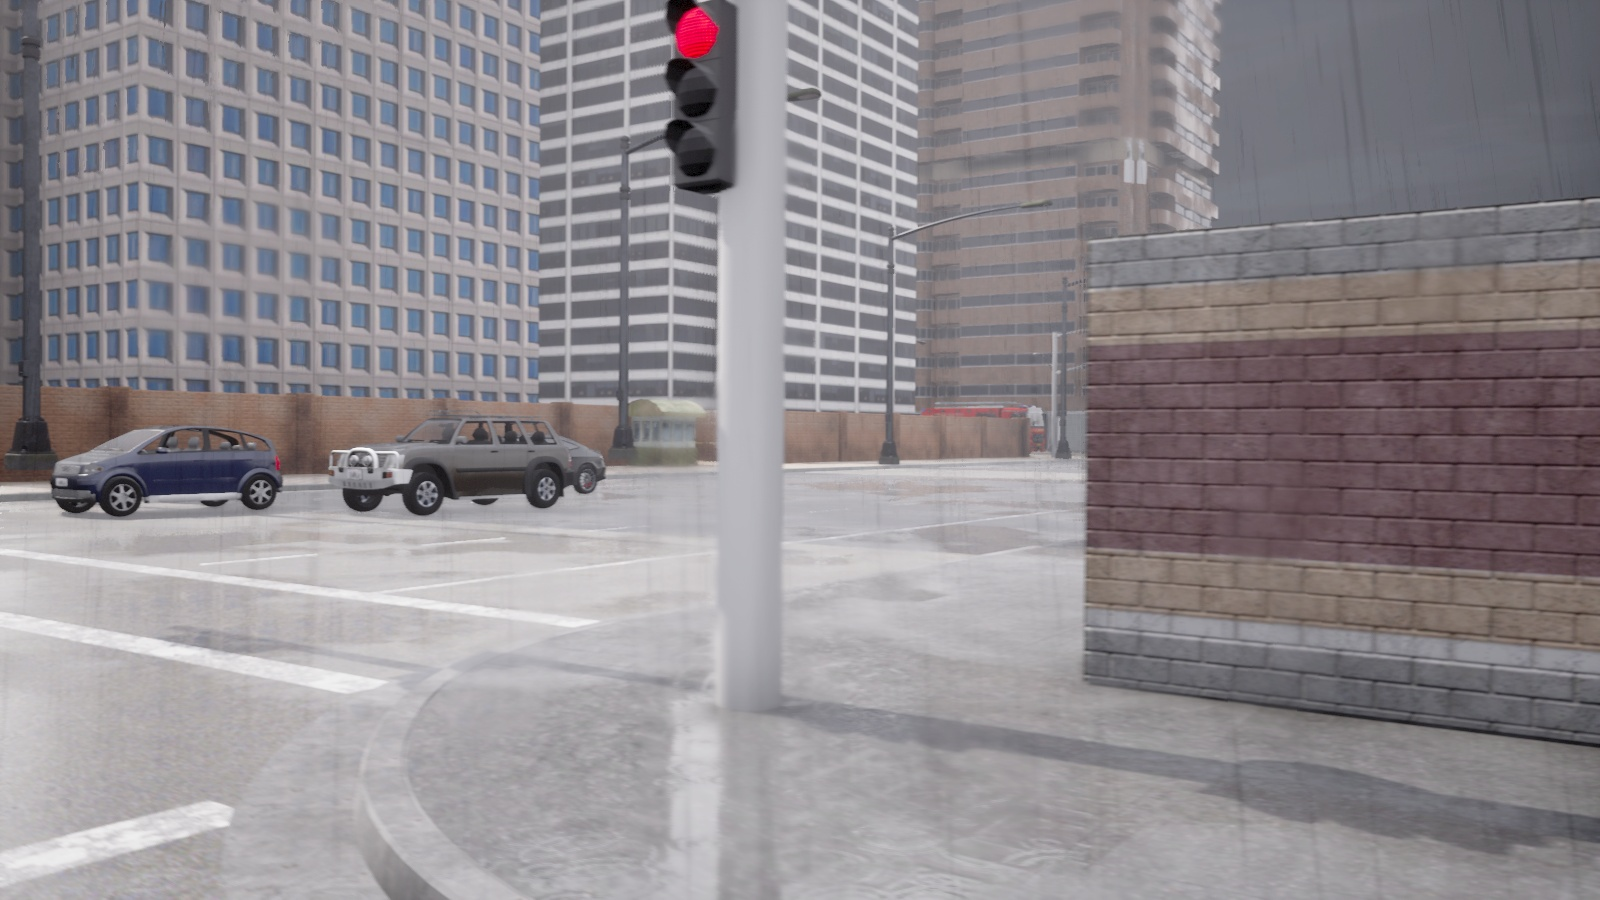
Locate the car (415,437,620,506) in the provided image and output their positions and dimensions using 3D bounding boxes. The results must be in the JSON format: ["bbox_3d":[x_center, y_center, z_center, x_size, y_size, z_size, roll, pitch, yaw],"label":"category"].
[{"bbox_3d":[-6.495,0.448,29.352,1.812,1.442,4.674,0,1,34],"label":"car"}]

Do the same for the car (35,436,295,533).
[{"bbox_3d":[-11.209,0.539,22.375,1.789,1.549,3.705,0,1,34],"label":"car"}]

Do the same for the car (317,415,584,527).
[{"bbox_3d":[-6.342,0.315,23.336,1.932,1.855,4.605,0,1,34],"label":"car"}]

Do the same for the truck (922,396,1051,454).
[{"bbox_3d":[12.928,-1.687,87.476,8.468,3.827,2.891,0,1,34],"label":"truck"}]
